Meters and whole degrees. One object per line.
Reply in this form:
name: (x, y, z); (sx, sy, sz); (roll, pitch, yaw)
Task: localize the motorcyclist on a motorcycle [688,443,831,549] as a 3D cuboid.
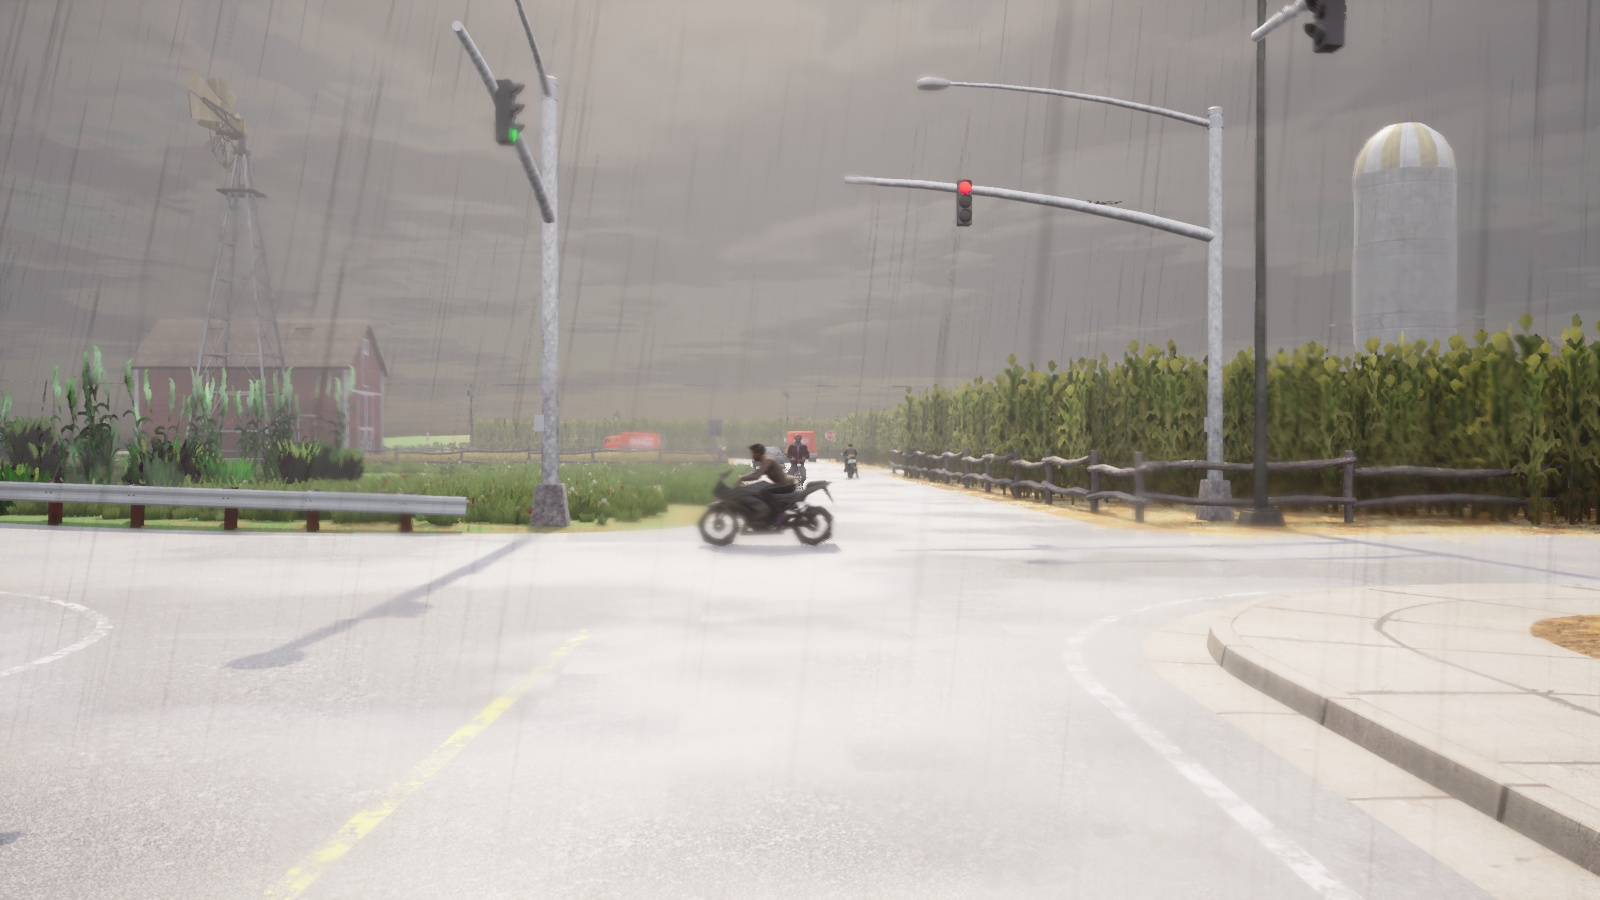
motorcyclist on a motorcycle: (-0.575, 0.659, 18.373); (2.044, 1.523, 0.797); (0, 0, 0)

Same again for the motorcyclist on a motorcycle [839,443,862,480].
motorcyclist on a motorcycle: (2.136, 0.466, 52.930); (0.797, 1.523, 2.044); (0, 0, -3)

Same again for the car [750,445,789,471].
car: (-1.747, 0.430, 70.324); (2.033, 1.411, 5.357); (0, 0, -3)
